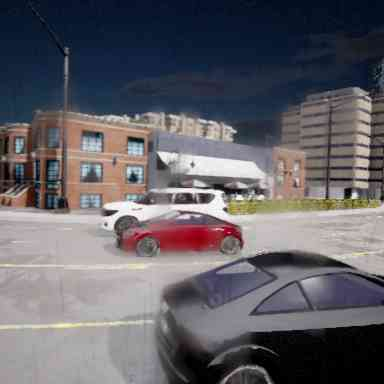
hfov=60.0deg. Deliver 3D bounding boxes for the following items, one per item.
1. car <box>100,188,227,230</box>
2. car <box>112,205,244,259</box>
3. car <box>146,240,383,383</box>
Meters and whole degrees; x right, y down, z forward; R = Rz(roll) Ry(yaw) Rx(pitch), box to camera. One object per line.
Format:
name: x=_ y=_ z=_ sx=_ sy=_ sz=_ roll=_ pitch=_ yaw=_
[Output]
car: x=-1.114 y=0.851 z=14.449 sx=5.566 sy=2.045 sz=2.150 roll=1 pitch=2 yaw=-16
car: x=-0.374 y=1.291 z=11.076 sx=4.181 sy=1.385 sz=1.994 roll=1 pitch=1 yaw=-16
car: x=1.635 y=1.503 z=4.224 sx=4.181 sy=1.385 sz=1.994 roll=1 pitch=1 yaw=-14
